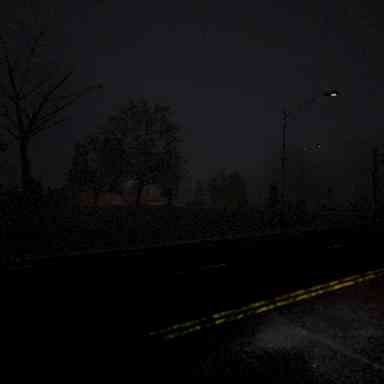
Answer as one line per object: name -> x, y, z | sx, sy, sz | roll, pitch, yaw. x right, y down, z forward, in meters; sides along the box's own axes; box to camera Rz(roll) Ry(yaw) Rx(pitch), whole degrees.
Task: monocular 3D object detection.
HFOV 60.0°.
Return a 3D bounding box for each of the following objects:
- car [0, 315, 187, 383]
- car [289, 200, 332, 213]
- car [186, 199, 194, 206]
car -> -2.235, 1.490, 1.842 | 4.902, 1.511, 2.128 | 0, 0, -36
car -> 13.581, 1.648, 38.387 | 1.882, 1.535, 5.008 | 2, -2, -36
car -> 0.740, 1.869, 56.307 | 1.994, 1.385, 4.181 | 2, -2, -34
